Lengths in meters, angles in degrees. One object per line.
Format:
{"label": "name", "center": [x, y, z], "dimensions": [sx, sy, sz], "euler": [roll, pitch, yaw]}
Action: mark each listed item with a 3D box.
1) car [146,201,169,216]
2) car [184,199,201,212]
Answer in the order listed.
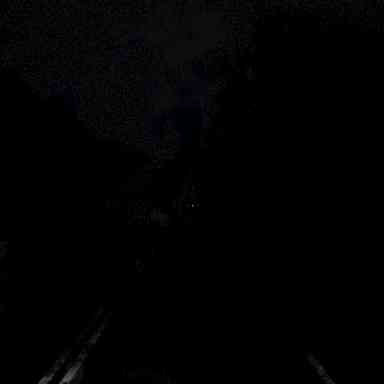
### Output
{"label": "car", "center": [-3.348, 1.588, 32.712], "dimensions": [1.994, 1.385, 4.181], "euler": [0, 0, 0]}
{"label": "car", "center": [0.097, 1.580, 39.301], "dimensions": [2.033, 1.411, 5.357], "euler": [0, 0, 0]}
